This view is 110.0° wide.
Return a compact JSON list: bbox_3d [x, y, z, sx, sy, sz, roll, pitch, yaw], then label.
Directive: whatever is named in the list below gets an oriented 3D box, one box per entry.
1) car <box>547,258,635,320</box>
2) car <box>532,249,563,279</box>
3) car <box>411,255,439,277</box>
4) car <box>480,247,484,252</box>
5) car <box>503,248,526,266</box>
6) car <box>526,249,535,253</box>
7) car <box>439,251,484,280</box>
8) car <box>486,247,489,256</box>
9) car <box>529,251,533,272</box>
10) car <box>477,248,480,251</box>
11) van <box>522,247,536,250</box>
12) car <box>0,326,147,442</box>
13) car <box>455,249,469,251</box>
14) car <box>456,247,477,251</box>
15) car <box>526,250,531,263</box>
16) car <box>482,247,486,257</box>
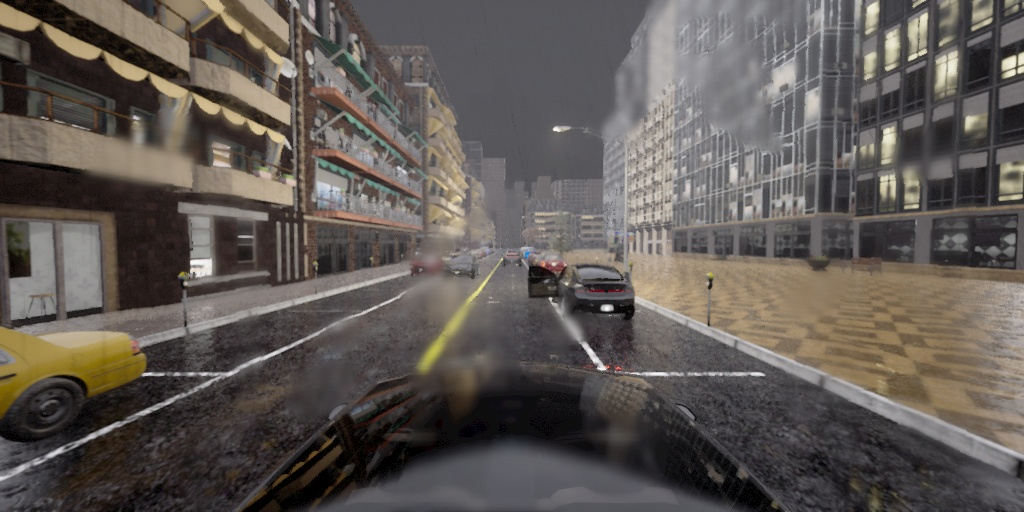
[{"bbox_3d":[2.354,0.974,11.291,1.837,1.490,4.892,0,2,0],"label":"car"},{"bbox_3d":[2.686,0.516,24.888,1.967,1.591,4.097,0,0,0],"label":"car"},{"bbox_3d":[-5.694,0.622,24.888,1.888,1.381,4.507,0,0,0],"label":"car"},{"bbox_3d":[-5.698,-0.161,52.510,2.007,1.370,4.403,0,0,0],"label":"car"},{"bbox_3d":[0.049,0.232,36.635,2.128,1.511,4.902,0,2,0],"label":"car"},{"bbox_3d":[2.683,0.184,41.461,1.802,1.307,4.207,0,0,0],"label":"car"},{"bbox_3d":[-3.101,0.642,22.772,1.837,1.490,4.892,0,2,0],"label":"car"},{"bbox_3d":[-5.700,-0.455,63.558,1.948,1.339,4.313,0,0,0],"label":"car"},{"bbox_3d":[2.685,0.444,30.583,1.751,1.417,4.829,0,0,0],"label":"car"},{"bbox_3d":[-5.697,-0.005,46.985,2.007,1.370,4.403,0,0,0],"label":"car"},{"bbox_3d":[2.682,-0.370,52.510,1.690,1.789,3.998,0,0,0],"label":"van"},{"bbox_3d":[-5.691,1.244,2.621,1.751,1.417,4.829,0,0,0],"label":"car"},{"bbox_3d":[-5.696,0.285,35.767,1.751,1.417,4.829,0,0,0],"label":"car"},{"bbox_3d":[-5.697,-0.083,41.461,2.192,1.841,5.009,0,0,0],"label":"car"},{"bbox_3d":[2.684,0.342,35.938,1.802,1.307,4.207,0,0,0],"label":"car"},{"bbox_3d":[-5.699,-0.427,58.033,1.967,1.591,4.097,0,0,0],"label":"car"}]
